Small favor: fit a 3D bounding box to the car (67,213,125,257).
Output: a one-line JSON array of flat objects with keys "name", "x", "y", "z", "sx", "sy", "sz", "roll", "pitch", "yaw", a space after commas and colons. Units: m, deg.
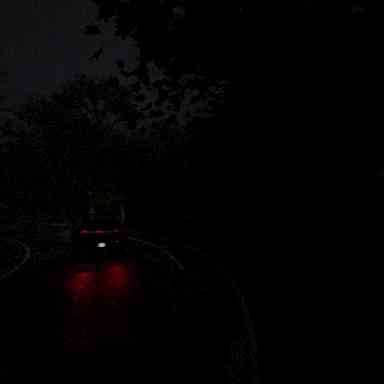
[{"name": "car", "x": -4.014, "y": 1.622, "z": 13.720, "sx": 2.128, "sy": 1.511, "sz": 4.902, "roll": 0, "pitch": -1, "yaw": -22}]
